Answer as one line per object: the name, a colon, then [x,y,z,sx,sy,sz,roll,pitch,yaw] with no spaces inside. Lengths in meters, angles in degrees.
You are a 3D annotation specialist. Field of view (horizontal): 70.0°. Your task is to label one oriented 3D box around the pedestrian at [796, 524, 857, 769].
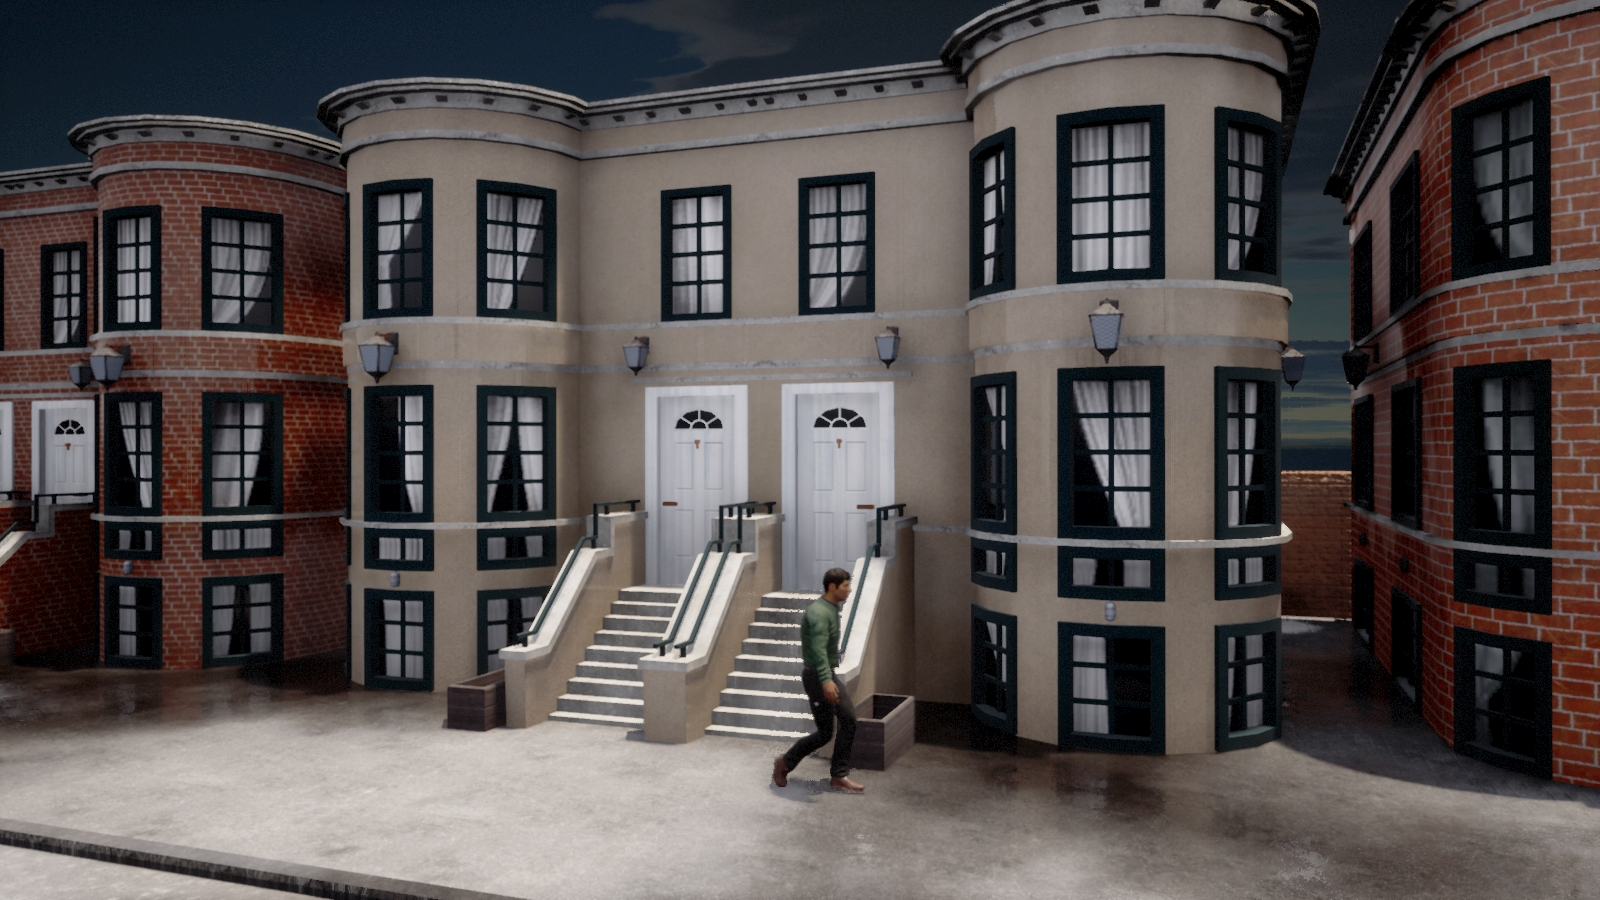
pedestrian: [0.214,1.531,9.069,0.375,1.860,0.375,0,0,20]
